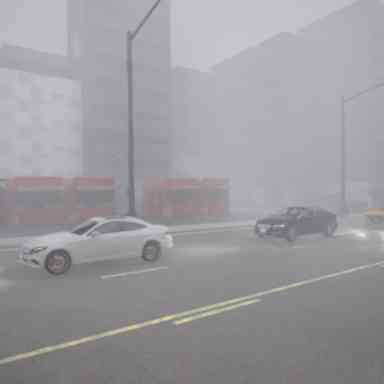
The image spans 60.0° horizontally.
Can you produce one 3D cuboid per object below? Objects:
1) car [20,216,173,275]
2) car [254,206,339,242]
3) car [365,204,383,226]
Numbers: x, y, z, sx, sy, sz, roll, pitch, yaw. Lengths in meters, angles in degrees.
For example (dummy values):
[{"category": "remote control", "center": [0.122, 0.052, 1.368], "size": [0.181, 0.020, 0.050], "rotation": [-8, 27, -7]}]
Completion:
[{"category": "car", "center": [-2.814, 1.508, 10.542], "size": [4.674, 1.442, 1.812], "rotation": [0, 0, -35]}, {"category": "car", "center": [5.162, 1.458, 16.219], "size": [4.902, 1.511, 2.128], "rotation": [0, 0, -35]}, {"category": "car", "center": [13.449, 1.453, 22.084], "size": [5.008, 1.535, 1.882], "rotation": [0, 0, -35]}]
